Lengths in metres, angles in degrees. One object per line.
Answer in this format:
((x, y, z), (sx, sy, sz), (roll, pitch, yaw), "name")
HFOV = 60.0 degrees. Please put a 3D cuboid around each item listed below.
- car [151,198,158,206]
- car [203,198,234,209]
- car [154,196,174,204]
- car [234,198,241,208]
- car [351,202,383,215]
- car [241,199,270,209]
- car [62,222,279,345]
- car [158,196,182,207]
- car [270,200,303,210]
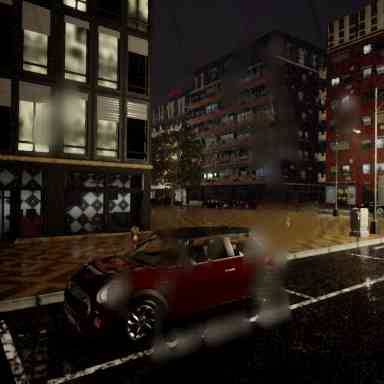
((-6.607, 1.763, 59.661), (1.887, 1.381, 4.507), (1, -1, -35), "car")
((3.204, 1.677, 45.763), (2.008, 1.369, 4.403), (1, -1, -35), "car")
((-6.298, 1.723, 73.757), (2.192, 1.841, 5.009), (1, -1, -35), "car")
((6.783, 1.725, 55.225), (1.967, 1.590, 4.097), (1, -1, -35), "car")
((19.864, 1.729, 36.694), (1.947, 1.339, 4.313), (1, -1, -35), "car")
((10.053, 1.799, 50.592), (1.887, 1.381, 4.507), (1, -1, -35), "car")
((-0.268, 1.441, 6.351), (4.097, 1.590, 1.967), (0, 1, -35), "car")
((-3.337, 1.732, 55.029), (1.887, 1.381, 4.507), (1, -1, -35), "car")
((13.323, 1.806, 45.958), (1.802, 1.307, 4.206), (1, -1, -35), "car")
